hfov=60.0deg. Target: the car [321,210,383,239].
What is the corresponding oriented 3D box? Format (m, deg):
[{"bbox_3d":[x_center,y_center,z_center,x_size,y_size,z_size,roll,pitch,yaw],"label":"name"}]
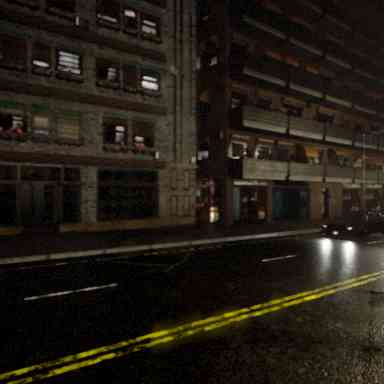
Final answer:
[{"bbox_3d":[9.547,1.762,18.822,5.357,1.411,2.033,1,-1,-37],"label":"car"}]
